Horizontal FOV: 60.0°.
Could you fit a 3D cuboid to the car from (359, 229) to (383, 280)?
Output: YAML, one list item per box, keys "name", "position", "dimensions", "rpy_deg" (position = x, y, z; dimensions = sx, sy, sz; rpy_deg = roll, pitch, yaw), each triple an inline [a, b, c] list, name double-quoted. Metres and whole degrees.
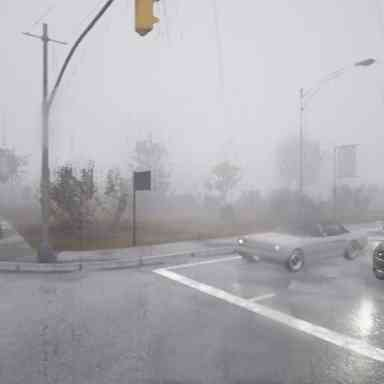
- name: "car"
  position: [6.689, 1.480, 8.755]
  dimensions: [5.008, 1.535, 1.882]
  rpy_deg: [0, 0, -35]

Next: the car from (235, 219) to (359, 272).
- name: "car"
  position: [3.684, 1.603, 10.925]
  dimensions: [4.718, 1.301, 1.895]
  rpy_deg: [0, 0, -35]
